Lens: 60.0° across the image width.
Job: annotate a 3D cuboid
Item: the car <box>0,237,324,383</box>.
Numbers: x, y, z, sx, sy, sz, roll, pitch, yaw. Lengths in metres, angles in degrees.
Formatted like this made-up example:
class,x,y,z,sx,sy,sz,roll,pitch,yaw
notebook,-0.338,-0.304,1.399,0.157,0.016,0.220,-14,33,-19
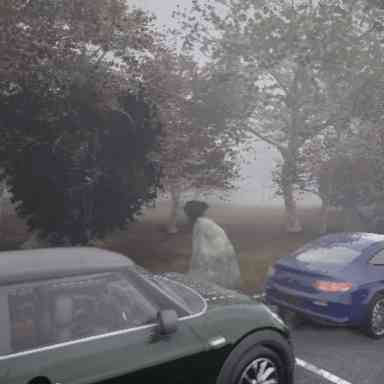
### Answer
class,x,y,z,sx,sy,sz,roll,pitch,yaw
car,-1.093,1.356,3.279,4.553,1.767,2.185,0,0,-33

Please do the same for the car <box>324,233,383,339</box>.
class,x,y,z,sx,sy,sz,roll,pitch,yaw
car,3.466,1.534,6.528,4.674,1.452,2.002,0,0,-33
